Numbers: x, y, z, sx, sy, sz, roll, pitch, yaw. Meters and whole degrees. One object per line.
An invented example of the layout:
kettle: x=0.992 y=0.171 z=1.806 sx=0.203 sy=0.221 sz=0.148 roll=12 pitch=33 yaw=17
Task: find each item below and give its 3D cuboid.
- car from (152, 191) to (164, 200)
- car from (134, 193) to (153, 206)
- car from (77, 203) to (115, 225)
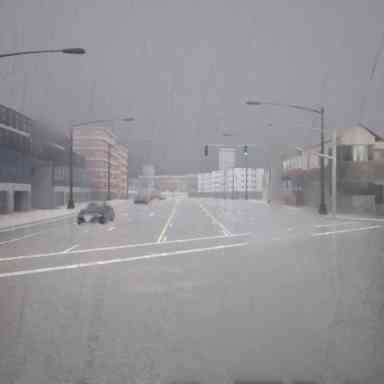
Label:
car: x=-8.093 y=0.822 z=74.328 sx=2.150 sy=2.045 sz=5.566 roll=0 pitch=-1 yaw=-1
car: x=-7.509 y=1.255 z=49.959 sx=2.033 sy=1.411 sz=5.357 roll=0 pitch=1 yaw=-1
car: x=-6.897 y=1.560 z=24.288 sx=2.128 sy=1.511 sz=4.902 roll=0 pitch=0 yaw=-1
